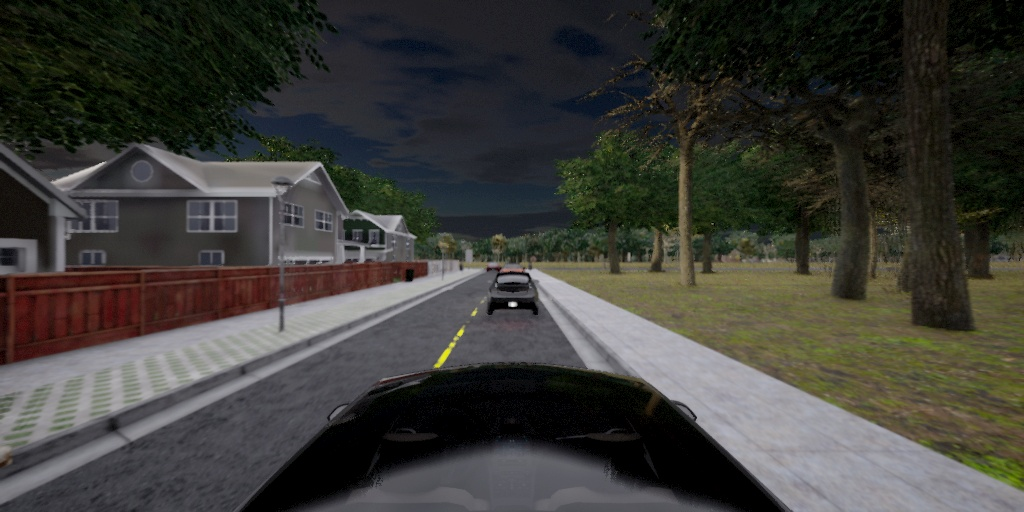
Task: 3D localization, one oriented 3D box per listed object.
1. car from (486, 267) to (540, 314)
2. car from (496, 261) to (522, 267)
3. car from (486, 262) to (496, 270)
[{"bbox_3d":[0.047,1.352,14.268,1.837,1.490,4.892,0,0,0],"label":"car"},{"bbox_3d":[0.047,1.313,29.176,2.097,1.767,4.553,0,-1,0],"label":"car"},{"bbox_3d":[-2.802,1.636,54.040,1.882,1.535,5.008,0,-1,0],"label":"car"}]
